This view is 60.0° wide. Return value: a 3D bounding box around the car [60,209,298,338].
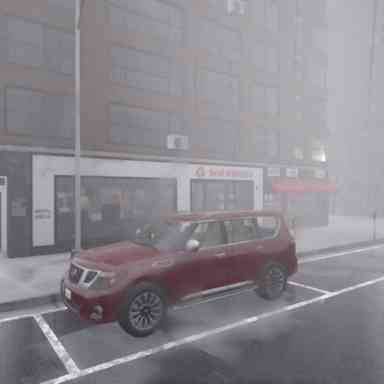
[{"bbox_3d":[0.055,1.315,6.806,5.009,1.841,2.192,0,0,-36],"label":"car"}]
